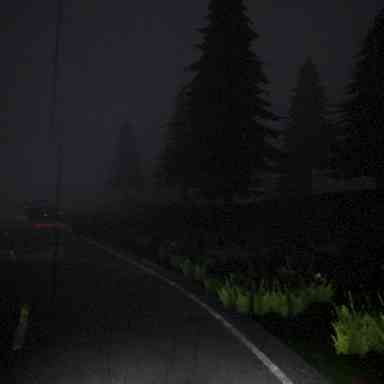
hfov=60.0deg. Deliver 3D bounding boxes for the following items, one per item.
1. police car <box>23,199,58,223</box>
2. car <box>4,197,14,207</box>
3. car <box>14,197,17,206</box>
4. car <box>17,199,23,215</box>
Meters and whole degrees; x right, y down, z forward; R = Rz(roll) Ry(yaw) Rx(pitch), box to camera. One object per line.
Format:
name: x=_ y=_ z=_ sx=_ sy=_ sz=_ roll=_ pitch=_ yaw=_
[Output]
police car: x=-11.940 y=1.459 z=26.394 sx=1.930 sy=1.638 sz=5.238 roll=-1 pitch=0 yaw=-30
car: x=-30.332 y=1.607 z=55.779 sx=1.882 sy=1.535 sz=5.008 roll=-1 pitch=0 yaw=-30
car: x=-19.994 y=1.578 z=40.092 sx=1.837 sy=1.490 sz=4.892 roll=-1 pitch=0 yaw=-30
car: x=-16.952 y=1.563 z=34.920 sx=1.837 sy=1.490 sz=4.892 roll=-1 pitch=0 yaw=-30
